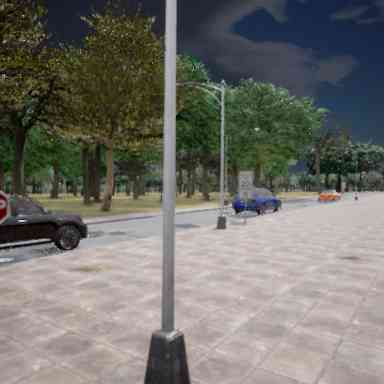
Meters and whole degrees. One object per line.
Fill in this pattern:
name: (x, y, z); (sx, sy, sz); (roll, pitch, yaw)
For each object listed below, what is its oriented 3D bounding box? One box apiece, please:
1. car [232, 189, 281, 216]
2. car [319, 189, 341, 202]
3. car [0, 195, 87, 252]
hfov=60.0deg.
car: (5.340, 0.730, 27.019); (2.150, 2.045, 5.566); (1, 2, 36)
car: (19.335, 0.446, 46.602); (2.097, 1.767, 4.553); (1, 1, 36)
car: (-6.181, 1.098, 10.848); (2.150, 2.045, 5.566); (1, 2, 35)
